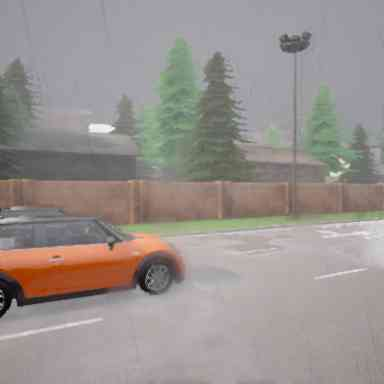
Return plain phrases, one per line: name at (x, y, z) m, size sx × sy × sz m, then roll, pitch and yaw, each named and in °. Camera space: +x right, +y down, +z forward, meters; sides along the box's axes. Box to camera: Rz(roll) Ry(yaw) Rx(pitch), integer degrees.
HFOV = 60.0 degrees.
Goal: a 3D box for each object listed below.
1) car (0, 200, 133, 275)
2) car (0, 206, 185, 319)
car at (-4.314, 1.211, 10.013) m, size 4.553 × 1.767 × 2.097 m, roll -1°, pitch 1°, yaw -29°
car at (-2.421, 1.253, 7.063) m, size 4.553 × 1.767 × 2.097 m, roll -1°, pitch 1°, yaw -29°
